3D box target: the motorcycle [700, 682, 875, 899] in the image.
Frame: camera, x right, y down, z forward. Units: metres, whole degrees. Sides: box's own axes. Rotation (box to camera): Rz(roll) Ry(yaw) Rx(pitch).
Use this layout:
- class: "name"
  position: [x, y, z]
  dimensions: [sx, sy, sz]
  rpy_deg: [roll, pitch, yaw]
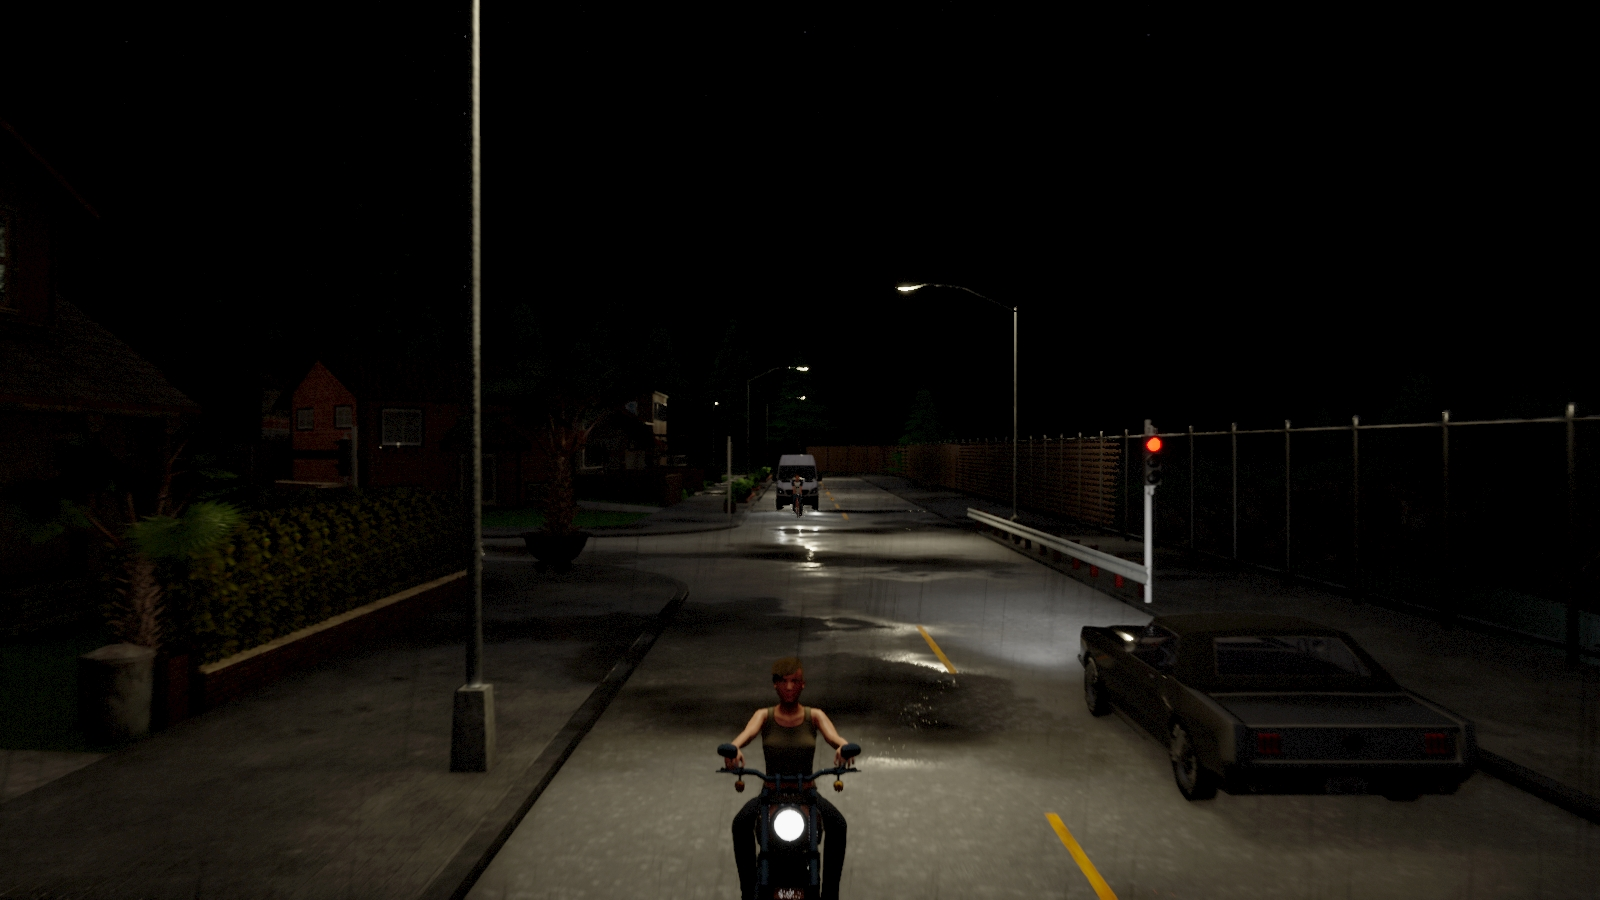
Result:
- class: "motorcycle"
  position: [-0.061, 2.151, 6.162]
  dimensions: [0.764, 1.307, 2.356]
  rpy_deg: [0, 0, 0]

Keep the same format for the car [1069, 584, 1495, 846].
- class: "car"
  position: [3.969, 2.149, 10.442]
  dimensions: [1.895, 1.301, 4.718]
  rpy_deg: [0, 0, 0]
